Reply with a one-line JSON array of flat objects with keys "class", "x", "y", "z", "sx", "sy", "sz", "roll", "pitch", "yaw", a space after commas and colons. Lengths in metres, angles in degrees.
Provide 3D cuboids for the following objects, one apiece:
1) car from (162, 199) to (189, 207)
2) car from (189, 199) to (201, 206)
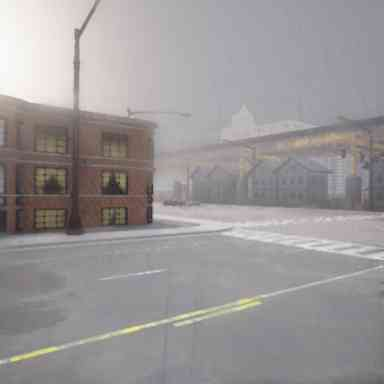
[{"class": "car", "x": -3.274, "y": 1.856, "z": 59.043, "sx": 2.033, "sy": 1.411, "sz": 5.357, "roll": 1, "pitch": 0, "yaw": -35}, {"class": "car", "x": -0.490, "y": 1.943, "z": 61.165, "sx": 1.895, "sy": 1.301, "sz": 4.718, "roll": 1, "pitch": 0, "yaw": -35}]
